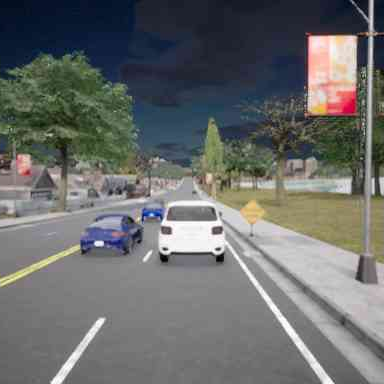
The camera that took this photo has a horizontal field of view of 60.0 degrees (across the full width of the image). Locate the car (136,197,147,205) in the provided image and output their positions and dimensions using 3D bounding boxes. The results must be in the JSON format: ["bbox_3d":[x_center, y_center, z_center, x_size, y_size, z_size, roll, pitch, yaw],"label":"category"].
[{"bbox_3d":[-9.778,1.745,65.273,1.812,1.442,4.674,0,1,0],"label":"car"}]

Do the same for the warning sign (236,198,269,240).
[{"bbox_3d":[2.884,1.247,15.912,1.300,1.860,1.060,2,2,0],"label":"warning sign"}]

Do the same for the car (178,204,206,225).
[{"bbox_3d":[0.007,1.760,27.522,2.033,1.411,5.357,0,0,0],"label":"car"}]

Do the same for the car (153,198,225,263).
[{"bbox_3d":[0.009,1.330,12.615,2.150,2.045,5.566,0,0,0],"label":"car"}]

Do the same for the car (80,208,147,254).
[{"bbox_3d":[-3.225,1.640,13.913,1.812,1.442,4.674,0,0,1],"label":"car"}]

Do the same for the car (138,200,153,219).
[{"bbox_3d":[-3.226,1.702,29.258,1.882,1.535,5.008,0,0,0],"label":"car"}]
